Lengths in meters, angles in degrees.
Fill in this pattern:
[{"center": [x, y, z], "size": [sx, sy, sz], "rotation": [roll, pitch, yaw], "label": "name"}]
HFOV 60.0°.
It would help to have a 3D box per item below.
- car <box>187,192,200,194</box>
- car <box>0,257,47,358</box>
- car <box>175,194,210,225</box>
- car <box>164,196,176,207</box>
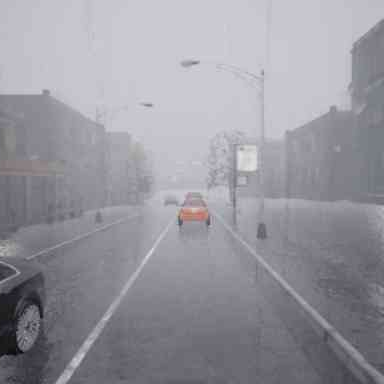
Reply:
[{"center": [0.247, 1.016, 42.694], "size": [2.150, 2.045, 5.566], "rotation": [0, 0, 0], "label": "car"}, {"center": [-3.177, 1.488, 3.244], "size": [2.128, 1.511, 4.902], "rotation": [0, 0, 0], "label": "car"}, {"center": [0.151, 1.251, 23.459], "size": [2.097, 1.767, 4.553], "rotation": [0, 0, 0], "label": "car"}, {"center": [-2.903, 1.278, 47.193], "size": [1.837, 1.490, 4.892], "rotation": [0, 0, 1], "label": "car"}]
